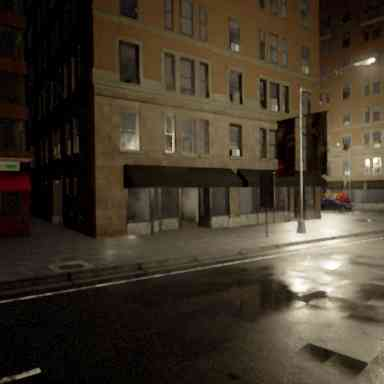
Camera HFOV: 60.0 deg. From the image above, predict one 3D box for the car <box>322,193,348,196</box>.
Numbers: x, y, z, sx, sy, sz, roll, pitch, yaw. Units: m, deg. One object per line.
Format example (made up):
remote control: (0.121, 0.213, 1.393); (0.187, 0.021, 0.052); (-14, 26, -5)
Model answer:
car: (16.934, 1.071, 41.102); (2.192, 1.841, 5.009); (0, 1, -44)

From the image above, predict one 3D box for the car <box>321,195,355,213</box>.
car: (14.671, 1.386, 35.145); (1.812, 1.442, 4.674); (-1, 1, -43)
